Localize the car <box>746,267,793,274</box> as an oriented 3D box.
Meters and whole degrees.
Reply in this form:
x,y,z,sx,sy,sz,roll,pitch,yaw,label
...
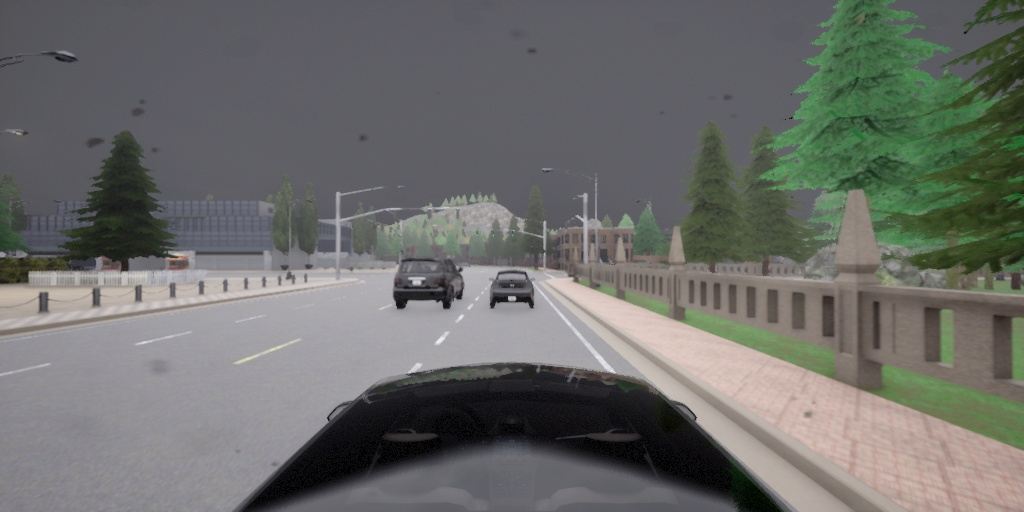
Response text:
x,y,z,sx,sy,sz,roll,pitch,yaw,label
32.369,1.670,44.610,4.674,1.442,1.812,0,-1,0,car

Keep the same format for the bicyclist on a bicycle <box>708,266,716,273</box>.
x,y,z,sx,sy,sz,roll,pitch,yaw,label
18.712,1.344,33.718,0.582,1.620,1.656,0,-1,0,bicyclist on a bicycle

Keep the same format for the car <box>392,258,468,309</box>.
x,y,z,sx,sy,sz,roll,pitch,yaw,label
-3.495,1.097,15.874,2.150,2.045,5.566,0,0,0,car

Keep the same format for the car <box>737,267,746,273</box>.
x,y,z,sx,sy,sz,roll,pitch,yaw,label
32.668,1.776,48.106,4.718,1.301,1.895,0,-1,0,car

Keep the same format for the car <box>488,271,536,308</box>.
x,y,z,sx,sy,sz,roll,pitch,yaw,label
0.008,1.390,16.140,1.837,1.490,4.892,0,0,0,car
